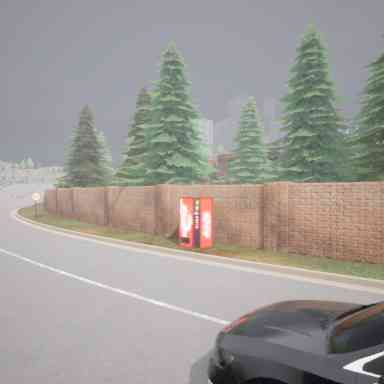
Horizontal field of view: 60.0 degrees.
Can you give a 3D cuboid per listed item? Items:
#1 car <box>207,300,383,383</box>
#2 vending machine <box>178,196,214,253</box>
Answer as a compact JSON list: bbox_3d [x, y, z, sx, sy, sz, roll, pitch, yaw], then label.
[{"bbox_3d":[2.385,1.506,2.397,4.892,1.490,1.837,0,0,37],"label":"car"},{"bbox_3d":[0.155,1.195,13.036,0.880,2.100,1.100,0,0,42],"label":"vending machine"}]
